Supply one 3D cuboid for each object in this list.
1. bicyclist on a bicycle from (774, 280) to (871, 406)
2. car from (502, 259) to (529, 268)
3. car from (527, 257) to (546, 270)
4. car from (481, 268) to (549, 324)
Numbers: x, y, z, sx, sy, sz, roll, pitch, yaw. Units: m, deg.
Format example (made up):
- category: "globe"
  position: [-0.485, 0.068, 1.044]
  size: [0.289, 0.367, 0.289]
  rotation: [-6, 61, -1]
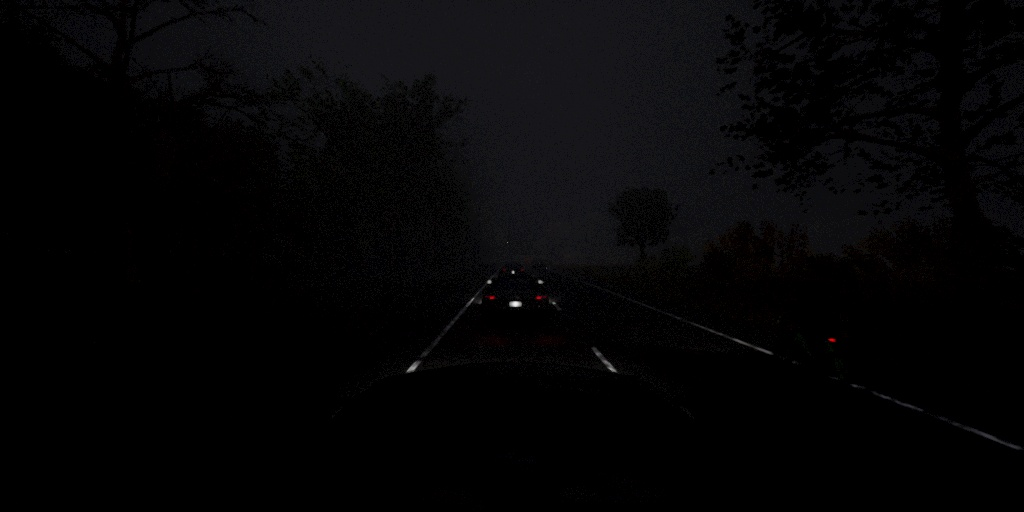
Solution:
- category: "bicyclist on a bicycle"
  position: [4.464, 1.189, 5.285]
  size: [0.582, 1.620, 1.656]
  rotation: [0, 0, 0]
- category: "car"
  position: [0.085, 1.201, 29.345]
  size: [1.994, 1.385, 4.181]
  rotation: [0, 0, 0]
- category: "car"
  position: [3.576, 1.106, 49.204]
  size: [2.033, 1.411, 5.357]
  rotation: [0, 0, 0]
- category: "car"
  position: [0.094, 1.273, 11.767]
  size: [1.994, 1.385, 4.181]
  rotation: [0, 0, 0]
